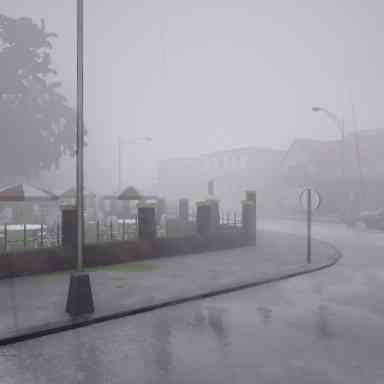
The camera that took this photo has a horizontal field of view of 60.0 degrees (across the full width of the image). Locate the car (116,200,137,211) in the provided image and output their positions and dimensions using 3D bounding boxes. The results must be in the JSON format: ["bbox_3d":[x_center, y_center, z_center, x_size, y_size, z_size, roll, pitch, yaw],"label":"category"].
[{"bbox_3d":[-7.546,1.547,38.129,2.033,1.411,5.357,0,0,-36],"label":"car"}]

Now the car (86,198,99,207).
[{"bbox_3d":[-14.516,1.507,47.989,1.837,1.490,4.892,0,-1,-35],"label":"car"}]

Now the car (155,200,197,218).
[{"bbox_3d":[-1.477,1.491,29.633,2.128,1.511,4.902,0,0,-36],"label":"car"}]

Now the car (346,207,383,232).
[{"bbox_3d":[11.321,1.478,18.507,5.008,1.535,1.882,0,2,33],"label":"car"}]
